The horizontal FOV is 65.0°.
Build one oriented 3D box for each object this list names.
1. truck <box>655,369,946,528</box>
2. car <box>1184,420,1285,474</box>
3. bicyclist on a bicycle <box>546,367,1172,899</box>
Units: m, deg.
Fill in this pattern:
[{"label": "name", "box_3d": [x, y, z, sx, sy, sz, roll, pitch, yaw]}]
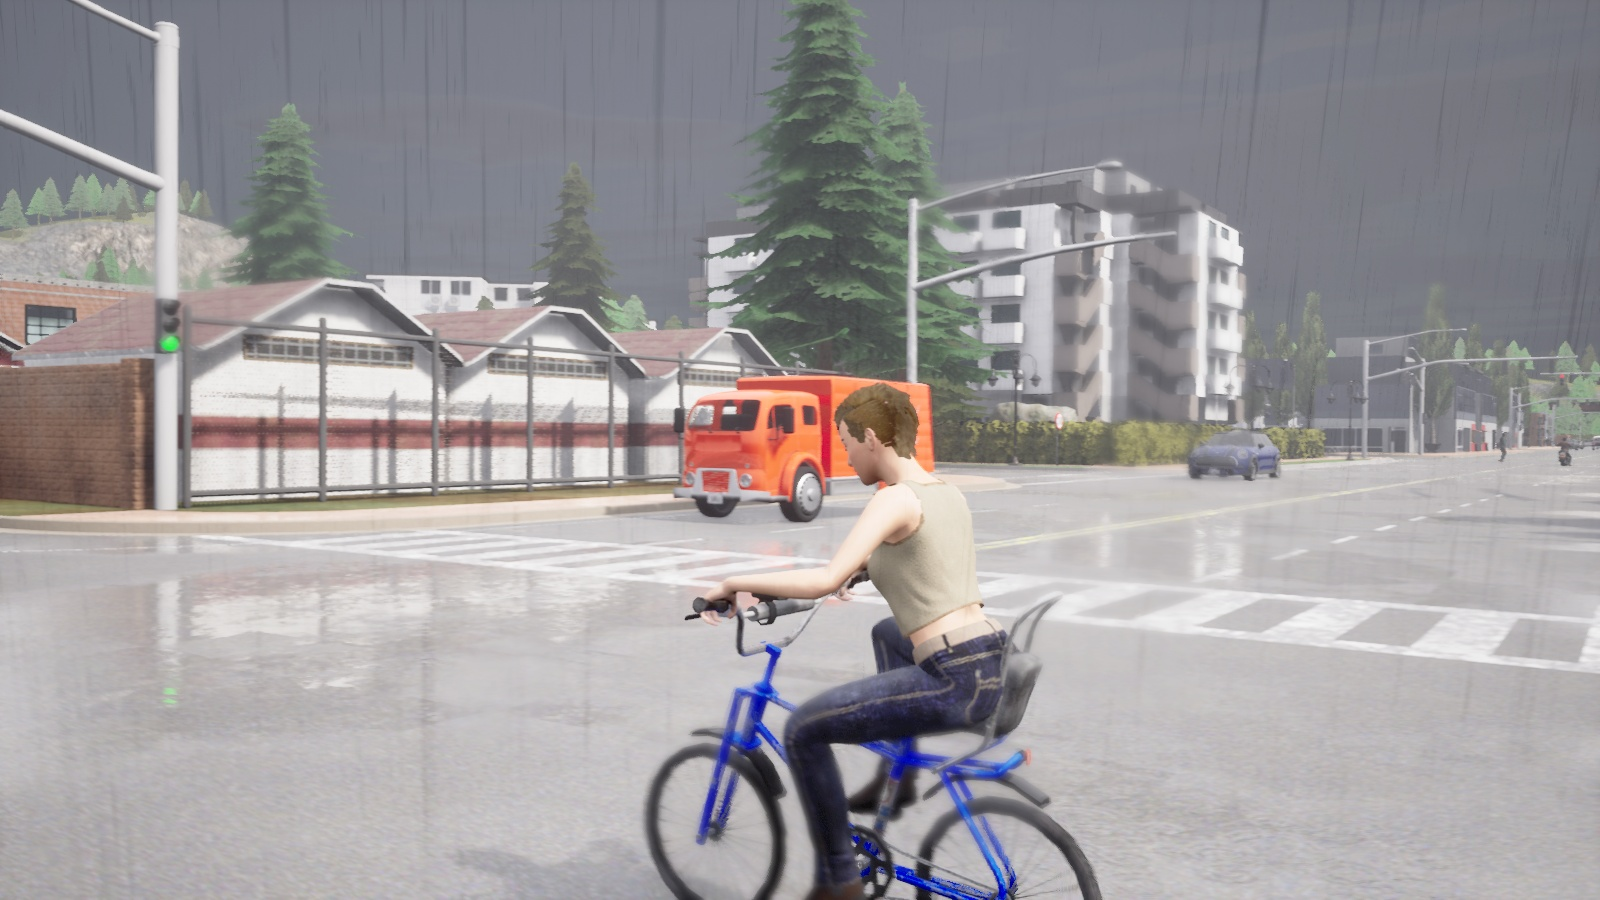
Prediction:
[{"label": "truck", "box_3d": [0.171, -0.062, 22.353, 2.627, 2.467, 5.204, 0, 1, 35]}, {"label": "car", "box_3d": [15.018, -0.137, 43.268, 2.097, 1.767, 4.553, 0, 1, 35]}, {"label": "bicyclist on a bicycle", "box_3d": [0.153, 0.618, 3.515, 1.509, 1.612, 0.866, 0, 1, 34]}]
